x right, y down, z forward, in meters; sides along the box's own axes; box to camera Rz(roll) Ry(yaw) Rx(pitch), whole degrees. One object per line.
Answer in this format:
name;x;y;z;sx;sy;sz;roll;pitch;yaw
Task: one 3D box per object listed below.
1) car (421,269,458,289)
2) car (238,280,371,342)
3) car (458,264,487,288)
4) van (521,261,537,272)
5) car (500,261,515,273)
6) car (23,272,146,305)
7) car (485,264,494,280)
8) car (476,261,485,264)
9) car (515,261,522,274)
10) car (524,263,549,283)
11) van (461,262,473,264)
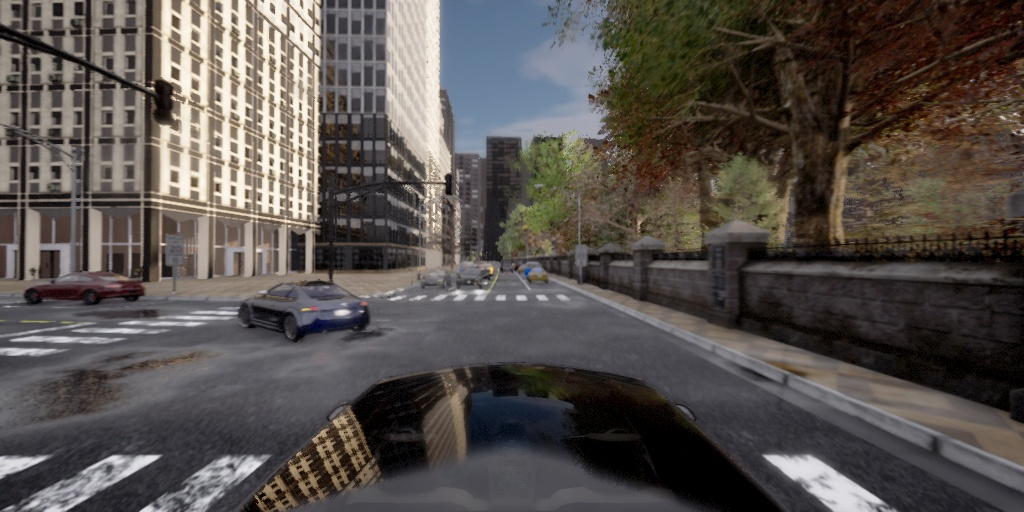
car;-5.486;1.621;26.349;2.007;1.370;4.403;0;0;-1
car;-5.878;1.379;10.087;4.181;1.385;1.994;0;-1;35
car;-3.069;1.579;26.921;1.837;1.490;4.892;0;-1;-3
van;2.209;1.543;37.735;1.690;1.789;3.998;0;0;-1
car;-0.742;1.936;57.210;2.128;1.511;4.902;0;-1;-2
car;-17.995;1.331;15.211;4.207;1.307;1.802;0;0;4
car;-3.203;1.763;36.900;1.994;1.385;4.181;0;-1;-2
car;-3.400;1.806;47.325;1.882;1.535;5.008;0;-1;-1
car;1.812;1.932;54.533;1.751;1.417;4.829;0;0;-2
car;2.305;1.658;32.362;1.751;1.417;4.829;0;0;-1
van;-6.057;1.687;48.526;1.690;1.789;3.998;0;0;-1
